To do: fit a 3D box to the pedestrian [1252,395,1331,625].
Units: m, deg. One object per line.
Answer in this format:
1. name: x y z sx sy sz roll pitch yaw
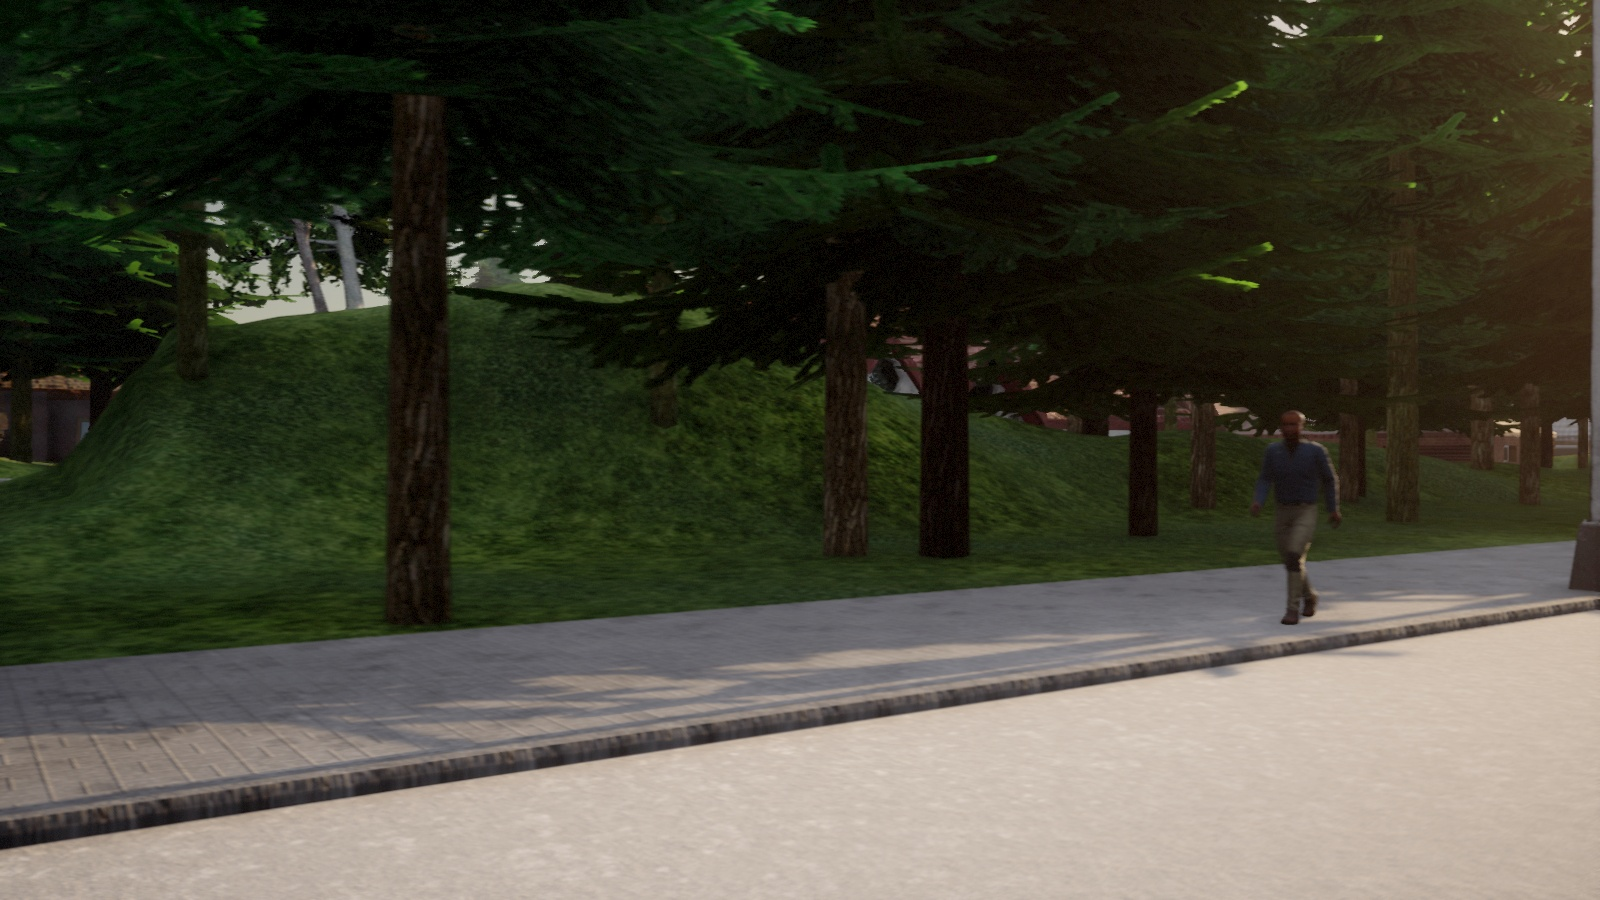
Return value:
1. pedestrian: 4.069 0.478 10.387 0.370 1.835 0.726 0 0 42
